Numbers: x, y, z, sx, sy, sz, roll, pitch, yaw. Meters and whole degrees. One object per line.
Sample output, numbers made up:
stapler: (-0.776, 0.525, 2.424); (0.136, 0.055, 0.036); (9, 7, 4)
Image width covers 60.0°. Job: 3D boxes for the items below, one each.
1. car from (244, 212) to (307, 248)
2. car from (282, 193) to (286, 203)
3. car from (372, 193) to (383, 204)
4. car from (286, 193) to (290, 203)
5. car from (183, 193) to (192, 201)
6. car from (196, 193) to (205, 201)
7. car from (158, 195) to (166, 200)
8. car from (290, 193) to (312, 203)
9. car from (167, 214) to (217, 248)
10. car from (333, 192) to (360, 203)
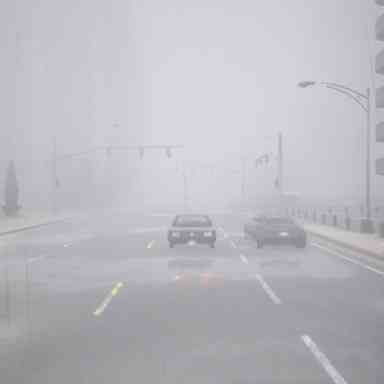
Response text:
car: (3.500, 1.571, 14.650); (1.994, 1.385, 4.181); (0, 0, 0)
car: (24.202, 1.207, 78.790); (4.605, 1.855, 1.932); (0, 0, 0)
car: (39.415, 1.449, 67.527); (3.806, 1.475, 1.970); (0, 0, 0)
car: (24.267, 1.418, 76.107); (3.905, 1.438, 1.784); (0, 0, 0)
car: (-1.176, 1.151, 86.237); (2.150, 2.045, 5.566); (0, 0, -1)
car: (2.324, 1.151, 86.280); (2.150, 2.045, 5.566); (0, 0, -1)
car: (-8.238, 1.482, 91.151); (1.837, 1.490, 4.892); (0, 0, -1)
car: (24.282, 1.449, 73.212); (3.806, 1.475, 1.970); (0, 0, 0)
car: (0.000, 1.614, 14.680); (1.895, 1.301, 4.718); (0, 0, 0)
car: (39.232, 1.207, 84.424); (4.605, 1.855, 1.932); (0, 0, 0)
